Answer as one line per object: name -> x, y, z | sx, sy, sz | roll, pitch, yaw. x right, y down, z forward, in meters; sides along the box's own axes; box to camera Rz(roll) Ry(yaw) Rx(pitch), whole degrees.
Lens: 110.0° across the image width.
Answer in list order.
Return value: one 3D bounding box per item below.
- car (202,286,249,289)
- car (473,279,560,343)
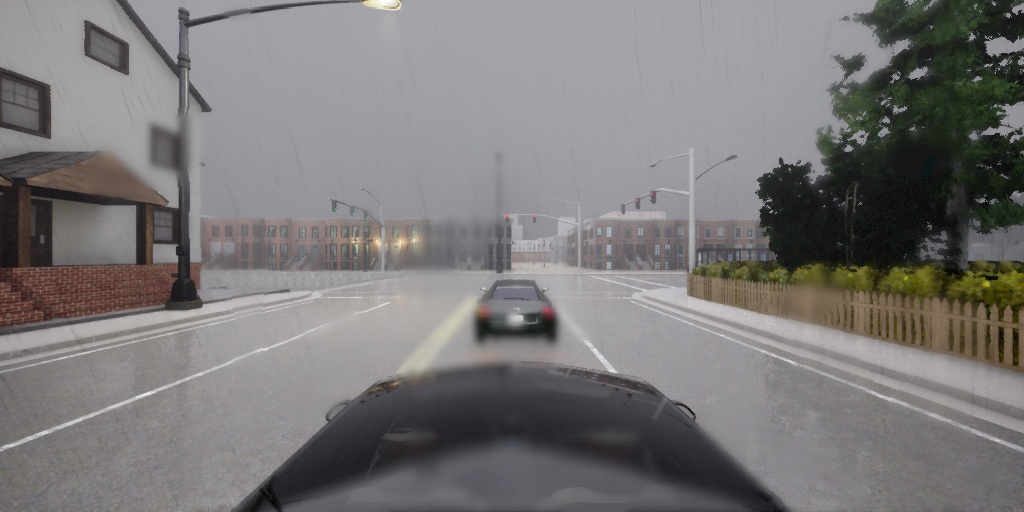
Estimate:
car -> -22.438, 3.308, 26.907 | 5.566, 2.045, 2.150 | -13, 1, -1
car -> 0.099, 1.314, 9.657 | 1.994, 1.385, 4.181 | 0, 0, 0
